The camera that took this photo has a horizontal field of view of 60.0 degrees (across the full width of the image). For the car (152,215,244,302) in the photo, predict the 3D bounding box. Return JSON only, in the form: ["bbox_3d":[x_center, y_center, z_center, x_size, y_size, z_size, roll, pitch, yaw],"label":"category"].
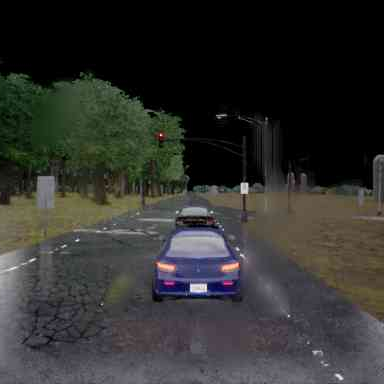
[{"bbox_3d":[0.120,1.516,8.132,1.812,1.442,4.674,0,0,0],"label":"car"}]

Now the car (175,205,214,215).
[{"bbox_3d":[0.134,1.432,17.411,1.882,1.535,5.008,0,0,0],"label":"car"}]
